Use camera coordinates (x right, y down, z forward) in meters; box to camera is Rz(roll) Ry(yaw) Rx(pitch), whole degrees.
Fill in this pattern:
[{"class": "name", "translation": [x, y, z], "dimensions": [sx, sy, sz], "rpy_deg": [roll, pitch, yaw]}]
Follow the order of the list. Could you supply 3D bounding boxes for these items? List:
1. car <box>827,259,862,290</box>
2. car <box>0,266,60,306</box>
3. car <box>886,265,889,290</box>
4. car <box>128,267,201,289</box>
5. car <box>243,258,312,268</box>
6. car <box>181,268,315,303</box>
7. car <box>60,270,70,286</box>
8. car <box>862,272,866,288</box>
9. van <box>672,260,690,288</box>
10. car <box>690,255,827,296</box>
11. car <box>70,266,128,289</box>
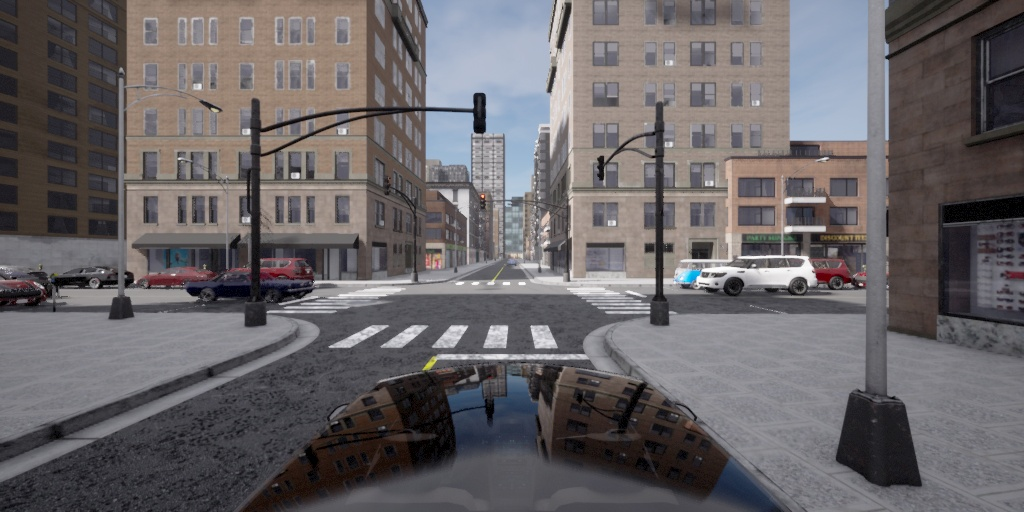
[{"class": "car", "translation": [17.630, 1.085, 21.853], "dimensions": [5.009, 1.841, 2.192], "rpy_deg": [0, 0, 0]}, {"class": "car", "translation": [-20.459, 1.179, 13.540], "dimensions": [4.097, 1.591, 1.967], "rpy_deg": [0, 0, 0]}, {"class": "car", "translation": [23.105, 1.280, 19.064], "dimensions": [4.892, 1.490, 1.837], "rpy_deg": [0, 0, 0]}, {"class": "car", "translation": [-20.437, 1.320, 22.066], "dimensions": [4.207, 1.307, 1.802], "rpy_deg": [0, 0, 0]}, {"class": "car", "translation": [-14.913, 1.058, 22.035], "dimensions": [5.009, 1.841, 2.192], "rpy_deg": [0, 0, 0]}, {"class": "car", "translation": [-11.490, 1.348, 15.988], "dimensions": [4.718, 1.301, 1.895], "rpy_deg": [0, 0, 3]}, {"class": "car", "translation": [-23.332, 1.300, 16.125], "dimensions": [4.181, 1.385, 1.994], "rpy_deg": [0, 0, 0]}, {"class": "car", "translation": [23.226, 1.215, 21.821], "dimensions": [4.097, 1.591, 1.967], "rpy_deg": [0, 0, 0]}, {"class": "van", "translation": [12.034, 1.107, 21.884], "dimensions": [3.998, 1.789, 1.690], "rpy_deg": [0, 0, 0]}, {"class": "car", "translation": [12.956, 0.989, 19.119], "dimensions": [5.566, 2.045, 2.150], "rpy_deg": [0, 0, 0]}, {"class": "car", "translation": [-25.960, 1.298, 22.097], "dimensions": [4.313, 1.339, 1.948], "rpy_deg": [0, 0, 0]}]
